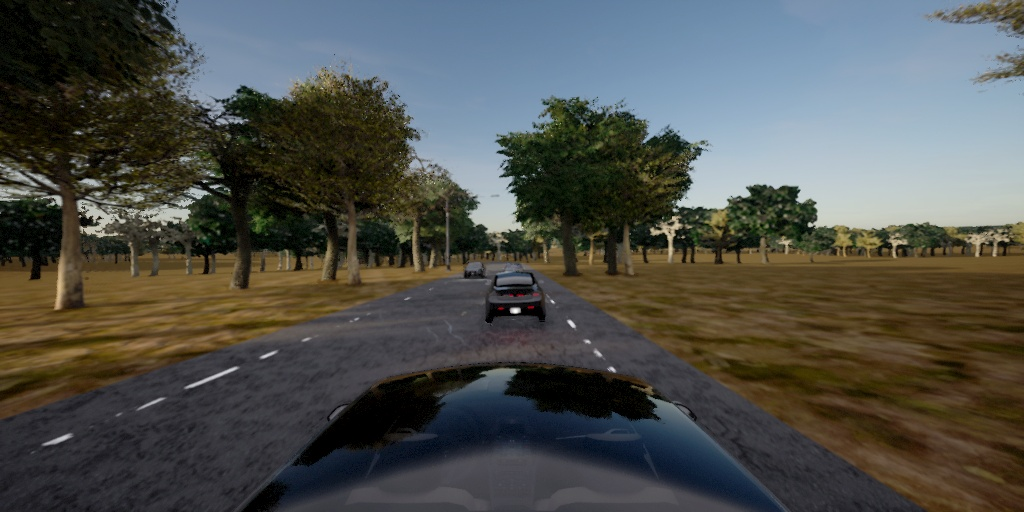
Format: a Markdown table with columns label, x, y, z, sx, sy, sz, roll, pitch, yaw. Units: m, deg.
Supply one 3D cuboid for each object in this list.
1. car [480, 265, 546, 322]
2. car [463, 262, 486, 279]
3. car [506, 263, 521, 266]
| label | x | y | z | sx | sy | sz | roll | pitch | yaw |
| --- | --- | --- | --- | --- | --- | --- | --- | --- | --- |
| car | 0.104 | 1.283 | 12.545 | 1.837 | 1.490 | 4.892 | -2 | 0 | 0 |
| car | -3.486 | 1.360 | 34.256 | 1.837 | 1.490 | 4.892 | -1 | -1 | 1 |
| car | 0.160 | 1.328 | 31.320 | 2.033 | 1.411 | 5.357 | -2 | 0 | 0 |
